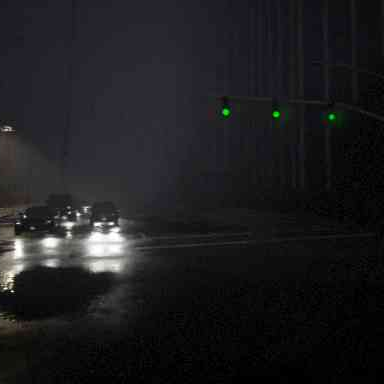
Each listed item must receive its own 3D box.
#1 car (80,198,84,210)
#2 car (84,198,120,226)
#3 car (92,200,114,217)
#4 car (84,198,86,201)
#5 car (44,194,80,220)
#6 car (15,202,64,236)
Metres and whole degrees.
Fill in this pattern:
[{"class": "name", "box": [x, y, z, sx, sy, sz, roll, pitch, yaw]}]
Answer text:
[{"class": "car", "box": [-13.882, 1.481, 38.523, 1.837, 1.490, 4.892, -1, 0, -15]}, {"class": "car", "box": [-6.194, 1.439, 23.283, 2.128, 1.511, 4.902, -1, 0, -16]}, {"class": "car", "box": [-8.597, 1.530, 32.321, 1.895, 1.301, 4.718, -1, 0, -14]}, {"class": "car", "box": [-17.664, 1.567, 53.035, 1.895, 1.301, 4.718, -1, 0, -15]}, {"class": "car", "box": [-11.186, 1.218, 28.413, 2.150, 2.045, 5.566, -1, 0, -15]}, {"class": "car", "box": [-8.685, 1.541, 19.033, 1.812, 1.442, 4.674, -1, 0, -16]}]
